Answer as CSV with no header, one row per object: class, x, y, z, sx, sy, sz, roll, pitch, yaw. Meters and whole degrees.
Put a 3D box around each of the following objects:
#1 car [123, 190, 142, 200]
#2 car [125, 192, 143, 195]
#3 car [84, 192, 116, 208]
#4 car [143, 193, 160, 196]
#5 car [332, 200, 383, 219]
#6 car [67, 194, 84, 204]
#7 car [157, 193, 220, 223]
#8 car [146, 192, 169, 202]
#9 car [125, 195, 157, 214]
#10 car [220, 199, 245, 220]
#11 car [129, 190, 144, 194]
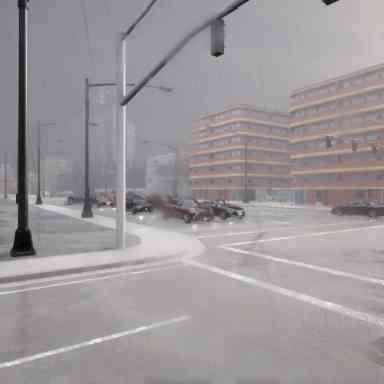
car,-11.870,0.556,66.323,2.097,1.767,4.553,0,1,-34
car,-8.412,1.129,42.466,1.994,1.385,4.181,0,1,-34
car,-10.906,1.069,39.911,2.128,1.511,4.902,0,1,-34
car,-2.789,1.092,34.216,2.097,1.767,4.553,0,1,-34
car,14.286,1.424,28.077,2.128,1.511,4.902,0,1,-35
car,-16.708,0.995,48.474,1.895,1.301,4.718,0,1,-34
car,-0.351,1.227,24.425,2.097,1.767,4.553,0,1,-34
car,-6.008,0.871,57.733,1.837,1.490,4.892,0,1,-34
car,-5.210,1.317,31.554,1.994,1.385,4.181,0,1,-34
car,2.214,1.357,26.871,2.128,1.511,4.902,0,1,-35
car,-8.899,0.858,55.760,2.128,1.511,4.902,0,1,-34
